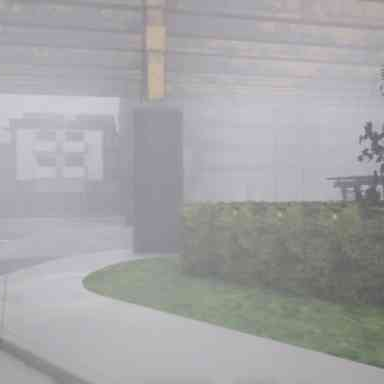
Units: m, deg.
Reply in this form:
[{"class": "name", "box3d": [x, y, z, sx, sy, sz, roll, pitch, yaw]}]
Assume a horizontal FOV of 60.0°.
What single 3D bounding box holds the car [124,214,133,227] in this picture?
[{"class": "car", "box3d": [-2.309, 1.691, 23.081, 4.674, 1.442, 1.812, 0, 0, -9]}]
